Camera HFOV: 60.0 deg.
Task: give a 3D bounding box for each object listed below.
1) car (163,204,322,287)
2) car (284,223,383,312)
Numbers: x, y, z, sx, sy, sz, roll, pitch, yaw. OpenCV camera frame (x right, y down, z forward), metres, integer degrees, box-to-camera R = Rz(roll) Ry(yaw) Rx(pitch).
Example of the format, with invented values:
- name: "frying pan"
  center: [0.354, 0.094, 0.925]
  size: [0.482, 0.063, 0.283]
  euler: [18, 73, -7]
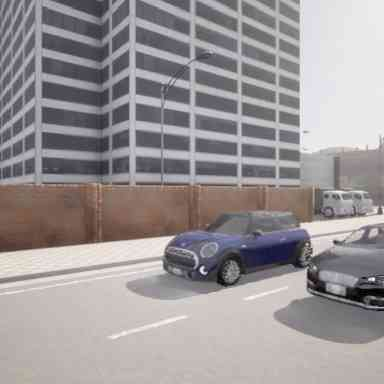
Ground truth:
- name: "car"
  center: [1.410, 1.352, 9.518]
  size: [4.553, 1.767, 2.097]
  euler: [0, 0, -38]
- name: "car"
  center: [4.541, 1.492, 7.510]
  size: [4.902, 1.511, 2.128]
  euler: [0, 0, -38]
